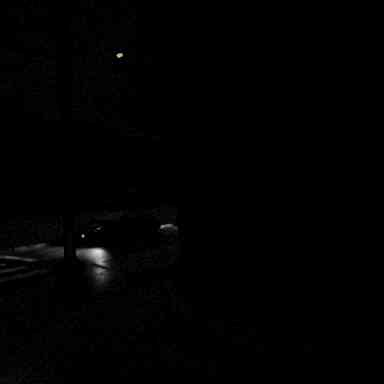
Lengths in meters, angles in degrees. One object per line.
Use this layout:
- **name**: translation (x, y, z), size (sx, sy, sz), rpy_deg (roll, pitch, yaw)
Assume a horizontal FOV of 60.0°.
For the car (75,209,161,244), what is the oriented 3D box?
- **car**: translation (-3.422, 1.576, 16.276), size (1.812, 1.442, 4.674), rpy_deg (-4, -1, 34)
